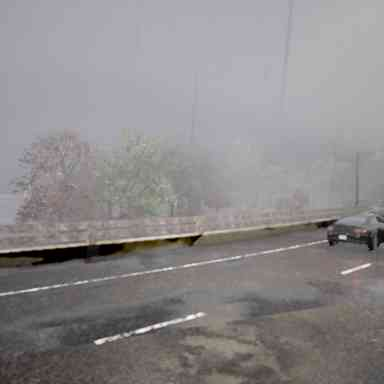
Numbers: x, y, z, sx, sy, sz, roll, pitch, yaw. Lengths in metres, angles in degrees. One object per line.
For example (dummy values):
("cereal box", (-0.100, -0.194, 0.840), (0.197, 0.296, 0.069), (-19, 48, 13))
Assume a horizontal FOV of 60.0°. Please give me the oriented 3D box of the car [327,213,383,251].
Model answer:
("car", (7.719, 1.668, 14.956), (4.674, 1.442, 1.812), (0, 0, -44))
